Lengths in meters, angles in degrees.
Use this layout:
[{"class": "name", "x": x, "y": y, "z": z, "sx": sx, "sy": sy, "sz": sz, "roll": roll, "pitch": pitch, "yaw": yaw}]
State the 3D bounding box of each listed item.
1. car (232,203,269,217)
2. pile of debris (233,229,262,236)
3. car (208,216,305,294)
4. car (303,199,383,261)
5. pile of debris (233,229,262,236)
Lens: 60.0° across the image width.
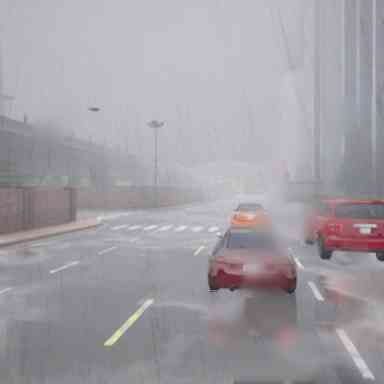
[{"class": "car", "x": 3.464, "y": 1.403, "z": 19.756, "sx": 2.097, "sy": 1.767, "sz": 4.553, "roll": 0, "pitch": 0, "yaw": 10}, {"class": "pile of debris", "x": 3.094, "y": 2.223, "z": 18.453, "sx": 1.500, "sy": 0.140, "sz": 1.860, "roll": 0, "pitch": 0, "yaw": 11}, {"class": "car", "x": 1.548, "y": 1.587, "z": 8.940, "sx": 1.994, "sy": 1.385, "sz": 4.181, "roll": 0, "pitch": 0, "yaw": 9}, {"class": "car", "x": 5.690, "y": 1.264, "z": 12.650, "sx": 2.150, "sy": 2.045, "sz": 5.566, "roll": 0, "pitch": 0, "yaw": 10}, {"class": "pile of debris", "x": 3.094, "y": 2.223, "z": 18.453, "sx": 1.500, "sy": 0.140, "sz": 1.860, "roll": 0, "pitch": 0, "yaw": 11}]
